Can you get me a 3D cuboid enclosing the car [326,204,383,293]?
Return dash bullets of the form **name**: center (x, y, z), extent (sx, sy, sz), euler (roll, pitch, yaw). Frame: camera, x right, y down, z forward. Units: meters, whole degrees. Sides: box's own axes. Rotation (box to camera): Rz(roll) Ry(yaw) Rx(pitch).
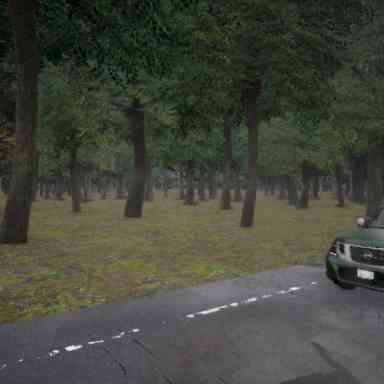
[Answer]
- **car**: center (5.563, 1.222, 7.971), extent (5.566, 2.045, 2.150), euler (0, 0, -36)
